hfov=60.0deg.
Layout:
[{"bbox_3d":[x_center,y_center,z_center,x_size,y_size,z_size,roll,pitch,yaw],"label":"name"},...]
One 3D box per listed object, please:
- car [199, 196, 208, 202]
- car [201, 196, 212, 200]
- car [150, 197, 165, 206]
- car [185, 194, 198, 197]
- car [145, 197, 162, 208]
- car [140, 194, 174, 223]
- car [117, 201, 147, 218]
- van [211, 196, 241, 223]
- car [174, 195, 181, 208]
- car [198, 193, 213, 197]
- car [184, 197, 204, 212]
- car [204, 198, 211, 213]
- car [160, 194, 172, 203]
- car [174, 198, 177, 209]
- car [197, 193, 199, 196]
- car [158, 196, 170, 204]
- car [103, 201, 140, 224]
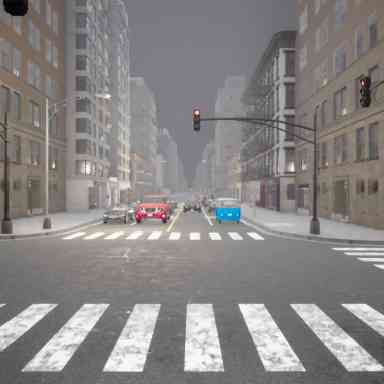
[{"bbox_3d":[2.576,1.524,76.023,2.008,1.369,4.403,0,0,0],"label":"car"},{"bbox_3d":[2.599,1.576,47.616,1.802,1.307,4.206,0,0,0],"label":"car"},{"bbox_3d":[-5.431,1.556,53.286,1.947,1.339,4.313,0,0,0],"label":"car"},{"bbox_3d":[0.044,1.544,66.997,1.994,1.385,4.181,0,0,0],"label":"car"},{"bbox_3d":[-5.427,1.519,47.434,1.752,1.417,4.829,0,0,0],"label":"car"},{"bbox_3d":[-2.869,1.220,25.557,2.150,2.045,5.566,0,0,0],"label":"car"},{"bbox_3d":[-5.413,1.543,30.558,1.887,1.381,4.507,0,0,0],"label":"car"},{"bbox_3d":[2.616,1.340,24.891,1.690,1.788,3.998,0,0,0],"label":"van"},{"bbox_3d":[-2.872,1.500,45.434,1.837,1.490,4.892,0,0,0],"label":"car"},{"bbox_3d":[2.594,1.305,53.298,2.192,1.841,5.009,0,0,0],"label":"car"},{"bbox_3d":[0.047,1.599,37.690,1.895,1.301,4.718,0,0,0],"label":"car"},{"bbox_3d":[2.607,1.580,36.253,1.802,1.307,4.206,0,0,0],"label":"car"},{"bbox_3d":[-5.445,1.292,70.330,2.192,1.841,5.009,0,0,0],"label":"car"},{"bbox_3d":[-2.880,1.599,35.374,1.895,1.301,4.718,0,0,0],"label":"car"},{"bbox_3d":[2.585,1.422,64.660,1.967,1.590,4.097,0,0,0],"label":"car"},{"bbox_3d":[-5.440,1.548,64.649,1.947,1.339,4.313,0,0,0],"label":"car"},{"bbox_3d":[-5.409,1.549,24.876,2.008,1.369,4.403,0,0,0],"label":"car"}]
